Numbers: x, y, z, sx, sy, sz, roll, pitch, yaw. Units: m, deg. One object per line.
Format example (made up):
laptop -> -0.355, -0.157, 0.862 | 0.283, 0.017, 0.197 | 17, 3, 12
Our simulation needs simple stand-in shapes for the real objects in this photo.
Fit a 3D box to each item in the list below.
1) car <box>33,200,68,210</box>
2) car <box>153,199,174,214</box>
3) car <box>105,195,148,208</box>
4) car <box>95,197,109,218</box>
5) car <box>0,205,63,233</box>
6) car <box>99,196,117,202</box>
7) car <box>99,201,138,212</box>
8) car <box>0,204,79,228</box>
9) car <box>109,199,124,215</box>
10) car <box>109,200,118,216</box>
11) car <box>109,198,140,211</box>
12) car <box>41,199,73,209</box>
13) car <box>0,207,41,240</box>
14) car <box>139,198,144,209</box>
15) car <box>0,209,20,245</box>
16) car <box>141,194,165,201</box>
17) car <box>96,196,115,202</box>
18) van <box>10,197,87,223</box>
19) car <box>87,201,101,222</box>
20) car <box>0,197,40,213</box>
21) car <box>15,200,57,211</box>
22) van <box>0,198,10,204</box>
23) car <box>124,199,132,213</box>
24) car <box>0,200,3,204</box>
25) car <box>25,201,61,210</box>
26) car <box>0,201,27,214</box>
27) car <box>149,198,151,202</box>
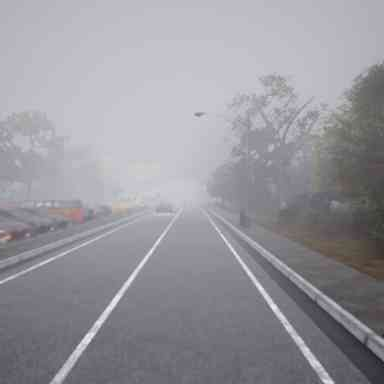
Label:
car -> -23.192, 2.138, 54.768 | 4.792, 1.488, 2.163 | 0, -1, 0
car -> -3.350, 1.937, 41.433 | 1.994, 1.385, 4.181 | 0, -1, 0
car -> -10.177, 1.811, 51.954 | 5.566, 2.045, 2.435 | 0, -1, 0
car -> -10.241, 1.606, 29.752 | 4.553, 1.767, 2.185 | 0, -1, 0
car -> -10.211, 1.670, 18.649 | 4.792, 1.488, 2.163 | 0, 0, 0
car -> -23.379, 1.954, 92.742 | 4.674, 1.452, 2.002 | 0, -1, 0
car -> -10.170, 1.971, 46.398 | 4.892, 1.521, 2.231 | 0, -1, 0
car -> -10.204, 1.692, 21.425 | 4.792, 1.488, 2.163 | 0, 0, 0
car -> -10.380, 1.791, 35.298 | 5.366, 1.575, 1.946 | 0, -1, 0
car -> -10.196, 1.760, 32.530 | 4.892, 1.521, 2.231 | 0, -1, 0
car -> -9.986, 1.921, 43.622 | 5.366, 1.575, 1.946 | 0, -1, 0
car -> -23.245, 2.027, 57.416 | 4.553, 1.767, 2.185 | 0, -1, 0
car -> -10.219, 1.648, 15.873 | 4.792, 1.488, 2.163 | 0, 0, 0
car -> -10.342, 2.013, 49.175 | 5.366, 1.575, 1.946 | 0, -1, 0
car -> -10.070, 1.594, 13.096 | 5.366, 1.575, 1.946 | 0, 0, 0
car -> -10.286, 1.894, 87.320 | 4.792, 1.488, 2.163 | 0, -1, 0
car -> -23.389, 1.928, 89.957 | 4.674, 1.452, 2.002 | 0, -1, 0
van -> -10.342, 1.459, 24.203 | 4.442, 1.987, 1.878 | 0, 0, 0
car -> -10.247, 1.736, 26.978 | 4.792, 1.488, 2.163 | 0, 0, 0
car -> -23.280, 1.673, 43.694 | 5.566, 2.045, 2.435 | 0, -1, 0
car -> -23.051, 2.014, 49.228 | 5.366, 1.575, 1.946 | 0, -1, 0
van -> -23.384, 1.607, 38.031 | 4.442, 1.987, 1.878 | 0, -1, 0
car -> -10.002, 1.829, 37.950 | 5.366, 1.575, 1.946 | 0, -1, 0
car -> -23.304, 1.822, 35.256 | 4.792, 1.488, 2.163 | 0, -1, 0
car -> -23.226, 2.103, 51.998 | 4.674, 1.452, 2.002 | 0, -1, 0
car -> -23.231, 1.908, 40.920 | 4.792, 1.488, 2.163 | 0, -1, 0
car -> -10.104, 2.184, 57.501 | 4.792, 1.488, 2.163 | 0, -1, 0
